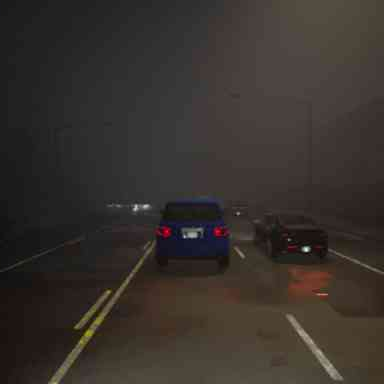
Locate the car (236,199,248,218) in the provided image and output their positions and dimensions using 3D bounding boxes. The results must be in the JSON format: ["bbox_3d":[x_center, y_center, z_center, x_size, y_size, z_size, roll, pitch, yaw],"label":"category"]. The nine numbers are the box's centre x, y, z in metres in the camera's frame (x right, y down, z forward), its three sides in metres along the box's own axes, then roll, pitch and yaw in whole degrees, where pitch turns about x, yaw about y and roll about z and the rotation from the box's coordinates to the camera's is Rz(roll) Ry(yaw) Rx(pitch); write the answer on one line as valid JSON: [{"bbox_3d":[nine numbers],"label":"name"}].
[{"bbox_3d":[3.548,1.319,27.624,1.837,1.490,4.892,0,1,1],"label":"car"}]

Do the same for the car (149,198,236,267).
[{"bbox_3d":[0.034,1.212,11.569,2.150,2.045,5.566,0,1,0],"label":"car"}]

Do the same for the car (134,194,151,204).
[{"bbox_3d":[-7.087,1.013,47.671,1.895,1.301,4.718,0,1,0],"label":"car"}]

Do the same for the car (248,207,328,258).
[{"bbox_3d":[3.546,1.489,12.688,1.837,1.490,4.892,0,1,1],"label":"car"}]

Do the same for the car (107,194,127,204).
[{"bbox_3d":[-10.591,0.967,47.308,2.033,1.411,5.357,0,1,0],"label":"car"}]

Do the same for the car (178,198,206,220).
[{"bbox_3d":[0.048,1.305,27.605,2.128,1.511,4.902,0,1,1],"label":"car"}]
